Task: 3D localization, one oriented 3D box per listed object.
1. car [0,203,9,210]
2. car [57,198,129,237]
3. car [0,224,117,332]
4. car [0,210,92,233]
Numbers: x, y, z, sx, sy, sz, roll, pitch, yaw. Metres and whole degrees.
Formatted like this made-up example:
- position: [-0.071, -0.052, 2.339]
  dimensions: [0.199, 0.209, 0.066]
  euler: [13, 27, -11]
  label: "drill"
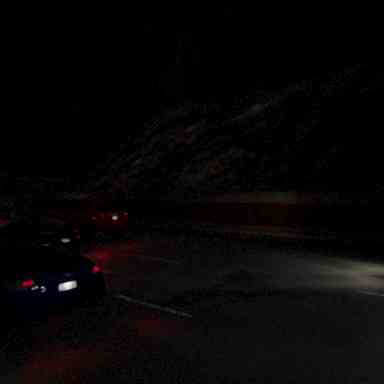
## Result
- position: [-19.031, 1.798, 32.119]
  dimensions: [1.837, 1.490, 4.892]
  euler: [0, 0, -39]
  label: "car"
- position: [-5.720, 1.360, 17.925]
  dimensions: [5.566, 2.045, 2.150]
  euler: [-1, 0, 42]
  label: "car"
- position: [-3.737, 1.626, 7.067]
  dimensions: [4.181, 1.385, 1.994]
  euler: [-1, 0, 39]
  label: "car"
- position: [-6.379, 1.643, 13.852]
  dimensions: [4.674, 1.442, 1.812]
  euler: [-1, 0, 41]
  label: "car"
